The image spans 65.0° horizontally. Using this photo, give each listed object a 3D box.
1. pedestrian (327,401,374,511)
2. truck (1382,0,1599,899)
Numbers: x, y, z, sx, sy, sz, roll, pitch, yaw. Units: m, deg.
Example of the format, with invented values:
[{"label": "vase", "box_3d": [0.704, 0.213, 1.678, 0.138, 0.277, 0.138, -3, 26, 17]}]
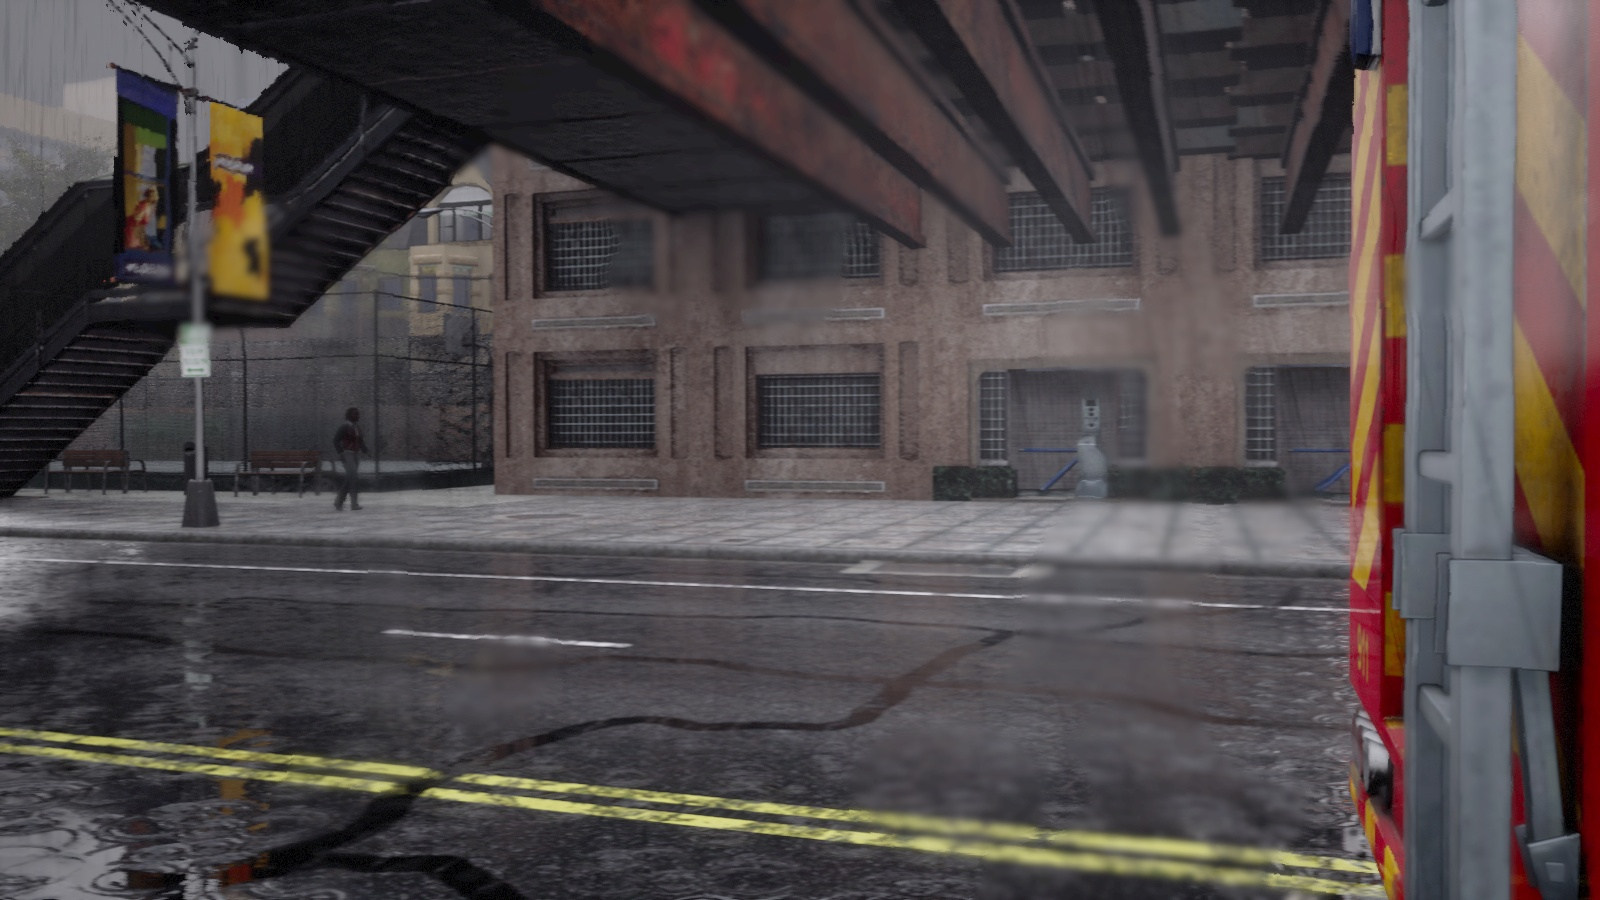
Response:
[{"label": "pedestrian", "box_3d": [-7.932, 0.100, 22.169, 0.666, 1.930, 0.402, 1, 1, 20]}, {"label": "truck", "box_3d": [5.467, -0.339, 1.358, 8.468, 3.827, 2.891, 1, 1, 18]}]
